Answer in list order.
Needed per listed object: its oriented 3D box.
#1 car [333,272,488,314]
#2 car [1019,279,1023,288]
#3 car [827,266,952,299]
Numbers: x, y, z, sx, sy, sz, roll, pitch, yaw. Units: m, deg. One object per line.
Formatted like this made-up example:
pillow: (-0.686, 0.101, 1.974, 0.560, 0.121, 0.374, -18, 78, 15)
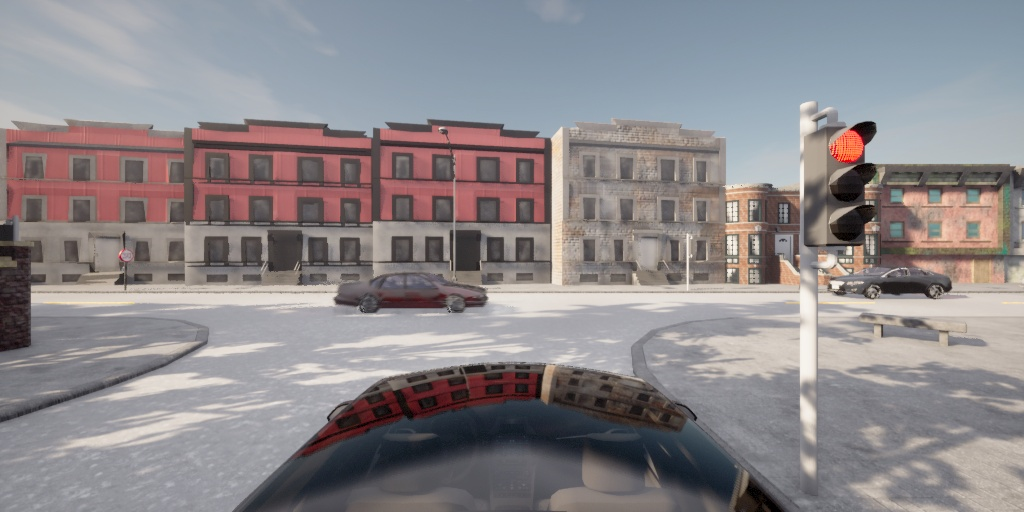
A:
car: (-3.578, 1.298, 13.152, 5.357, 1.411, 2.033, 0, 0, 0)
car: (28.051, 1.351, 17.361, 4.718, 1.301, 1.895, 0, 0, 0)
car: (18.123, 1.242, 17.366, 4.902, 1.511, 2.128, 0, 0, 0)
